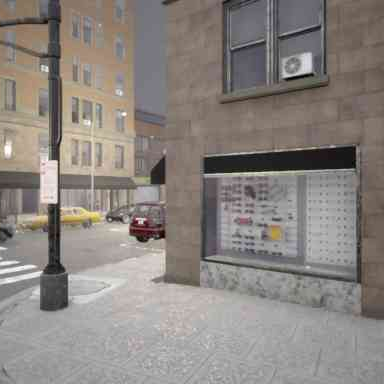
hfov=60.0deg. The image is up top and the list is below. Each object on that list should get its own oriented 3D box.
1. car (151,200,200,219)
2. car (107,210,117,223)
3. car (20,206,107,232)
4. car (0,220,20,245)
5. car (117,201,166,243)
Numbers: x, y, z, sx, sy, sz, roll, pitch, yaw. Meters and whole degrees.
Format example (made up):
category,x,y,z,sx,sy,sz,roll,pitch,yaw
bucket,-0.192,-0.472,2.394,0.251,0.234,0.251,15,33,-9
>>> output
category,x,y,z,sx,sy,sz,roll,pitch,yaw
car,-1.311,1.496,29.359,1.752,1.417,4.829,0,0,35
car,-4.444,1.548,24.857,1.947,1.339,4.313,0,0,35
car,-7.771,1.519,20.076,1.752,1.417,4.829,0,0,35
car,-9.812,1.568,13.849,4.181,1.385,1.994,0,0,-42
car,-0.691,1.305,15.322,2.192,1.841,5.009,0,0,35
